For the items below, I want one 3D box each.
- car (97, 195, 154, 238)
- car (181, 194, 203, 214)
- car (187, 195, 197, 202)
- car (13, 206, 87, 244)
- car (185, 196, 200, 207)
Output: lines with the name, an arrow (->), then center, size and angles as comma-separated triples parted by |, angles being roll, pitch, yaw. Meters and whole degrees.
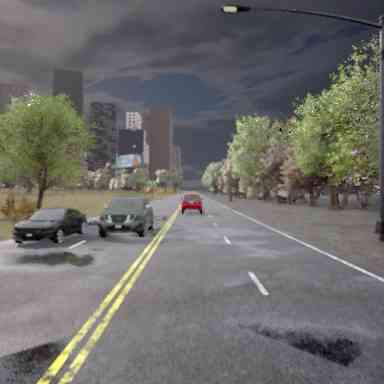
car -> -3.322, 1.215, 17.828 | 2.150, 2.045, 5.566 | 0, 0, 0
car -> -0.012, 1.186, 35.681 | 2.150, 2.045, 5.566 | 0, 0, 0
car -> -0.020, 1.395, 73.431 | 2.128, 1.511, 4.902 | 0, 0, 0
car -> -6.582, 1.471, 15.971 | 1.882, 1.535, 5.008 | 0, 0, 0
car -> 0.083, 1.425, 51.521 | 2.128, 1.511, 4.902 | 0, 0, 0
